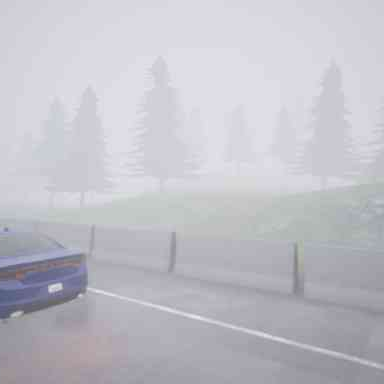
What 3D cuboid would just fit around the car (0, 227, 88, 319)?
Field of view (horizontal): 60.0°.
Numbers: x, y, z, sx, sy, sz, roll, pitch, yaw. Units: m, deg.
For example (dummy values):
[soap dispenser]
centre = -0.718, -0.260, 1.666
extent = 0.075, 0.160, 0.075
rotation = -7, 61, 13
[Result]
[car]
centre = -4.322, 1.480, 7.062
extent = 5.008, 1.535, 1.882
rotation = 0, 0, 36
